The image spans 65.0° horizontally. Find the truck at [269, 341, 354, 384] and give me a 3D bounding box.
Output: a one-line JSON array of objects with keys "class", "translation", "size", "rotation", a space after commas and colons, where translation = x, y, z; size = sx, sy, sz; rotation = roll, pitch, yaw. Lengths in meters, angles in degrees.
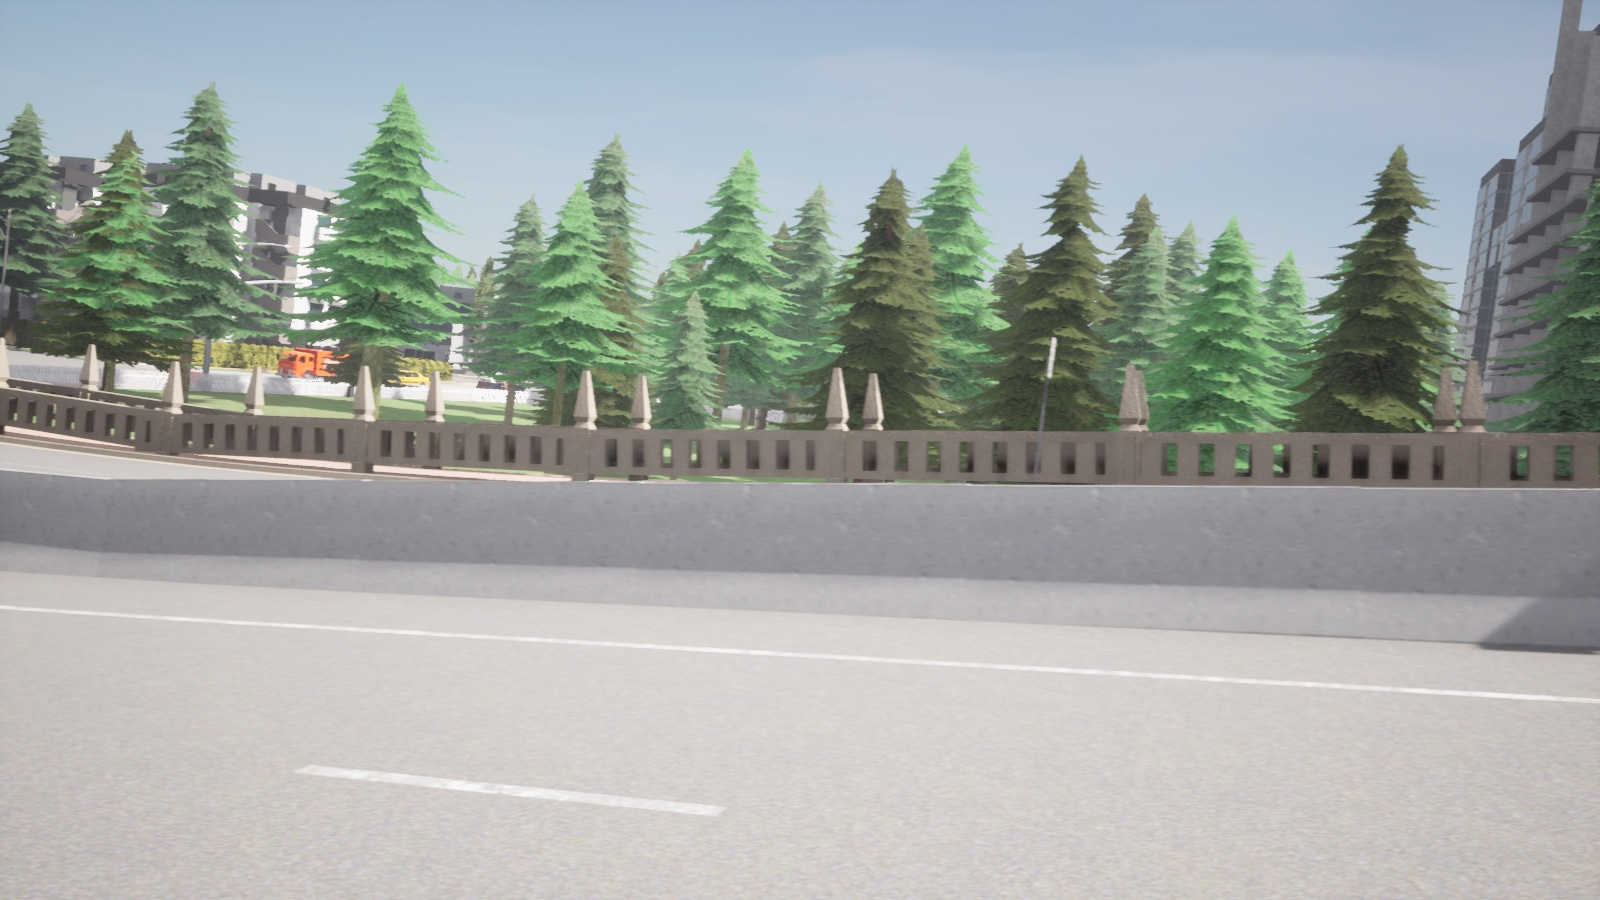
[{"class": "truck", "translation": [-34.834, -6.213, 89.662], "size": [2.627, 2.467, 5.204], "rotation": [8, 2, 20]}]
